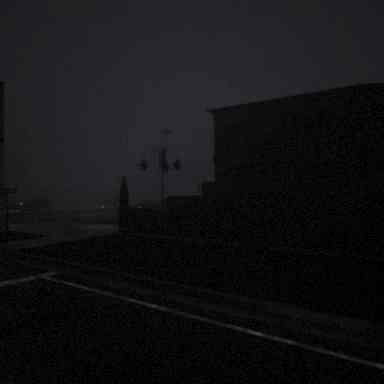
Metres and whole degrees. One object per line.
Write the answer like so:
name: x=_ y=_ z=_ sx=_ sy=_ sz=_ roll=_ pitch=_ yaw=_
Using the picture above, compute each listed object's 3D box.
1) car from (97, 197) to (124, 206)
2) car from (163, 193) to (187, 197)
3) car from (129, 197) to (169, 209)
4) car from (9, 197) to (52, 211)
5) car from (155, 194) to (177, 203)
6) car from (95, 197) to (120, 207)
car: x=-13.995 y=1.614 z=57.362 sx=1.994 sy=1.385 sz=4.181 roll=0 pitch=0 yaw=36
car: x=-3.124 y=1.292 z=66.261 sx=2.150 sy=2.045 sz=5.566 roll=0 pitch=0 yaw=37
car: x=-4.370 y=1.551 z=33.008 sx=1.812 sy=1.442 sz=4.674 roll=0 pitch=0 yaw=36
car: x=-20.426 y=1.398 z=42.667 sx=2.097 sy=1.767 sz=4.553 roll=0 pitch=0 yaw=36
car: x=-5.327 y=1.370 z=69.152 sx=2.097 sy=1.767 sz=4.553 roll=0 pitch=0 yaw=36
car: x=-13.012 y=1.524 z=52.813 sx=1.882 sy=1.535 sz=5.008 roll=0 pitch=0 yaw=36
